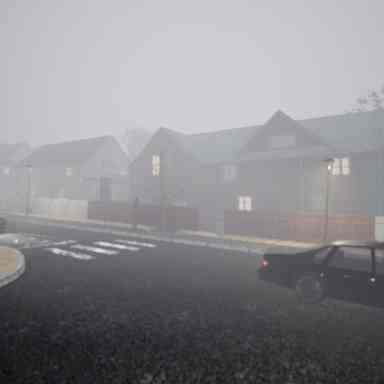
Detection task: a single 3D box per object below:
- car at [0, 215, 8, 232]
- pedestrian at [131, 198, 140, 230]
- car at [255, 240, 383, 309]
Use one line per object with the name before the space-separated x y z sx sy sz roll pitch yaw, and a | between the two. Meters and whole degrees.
car | -11.272 1.290 16.926 4.181 1.385 1.994 2 -1 32
pedestrian | -3.234 1.225 18.850 0.375 1.860 0.375 -1 -5 32
car | 4.186 1.831 7.351 5.357 1.411 2.033 2 -1 32
